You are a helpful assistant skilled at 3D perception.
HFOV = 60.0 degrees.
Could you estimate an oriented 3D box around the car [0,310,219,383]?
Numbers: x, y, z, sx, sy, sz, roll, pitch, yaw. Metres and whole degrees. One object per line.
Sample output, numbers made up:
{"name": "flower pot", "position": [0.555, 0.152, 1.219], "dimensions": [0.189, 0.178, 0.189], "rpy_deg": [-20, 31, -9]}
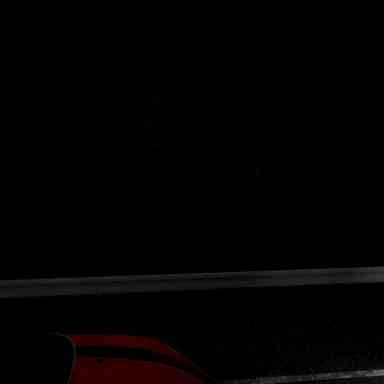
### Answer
{"name": "car", "position": [-1.841, 1.352, 1.677], "dimensions": [4.553, 1.767, 2.097], "rpy_deg": [0, 0, -7]}
